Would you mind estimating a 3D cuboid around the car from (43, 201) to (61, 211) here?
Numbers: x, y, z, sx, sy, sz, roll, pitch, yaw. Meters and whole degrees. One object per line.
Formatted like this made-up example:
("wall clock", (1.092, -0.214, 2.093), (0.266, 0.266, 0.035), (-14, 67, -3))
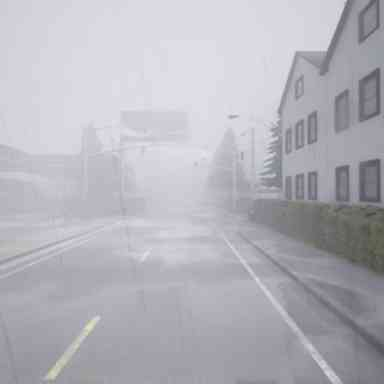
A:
("car", (-22.218, 2.268, 55.011), (4.611, 1.667, 2.242), (0, -1, 0))
